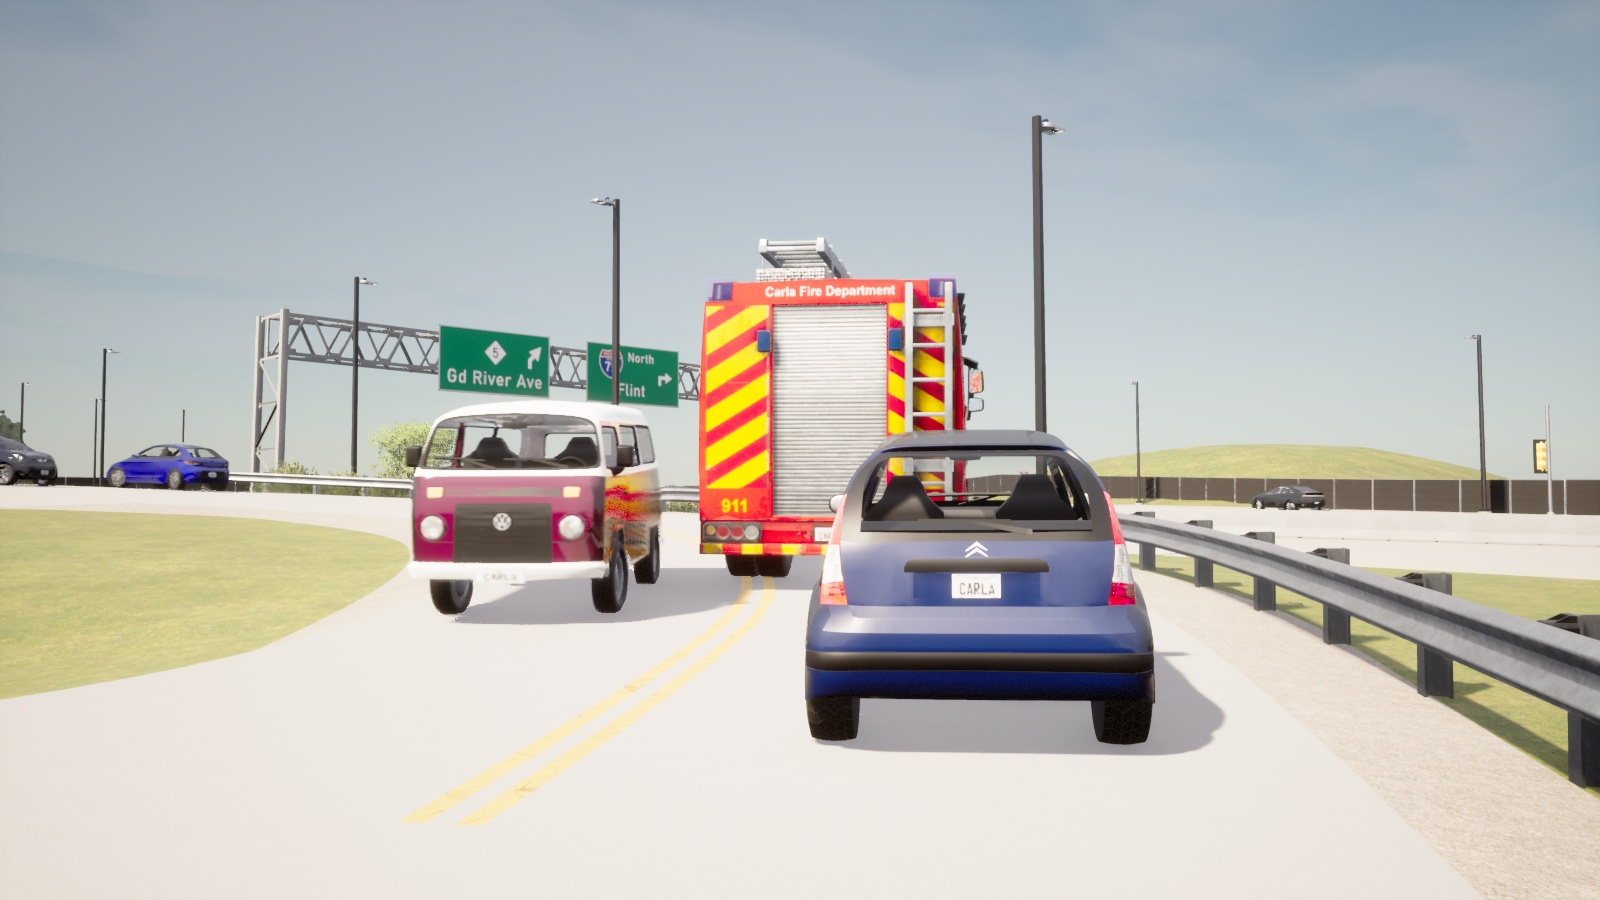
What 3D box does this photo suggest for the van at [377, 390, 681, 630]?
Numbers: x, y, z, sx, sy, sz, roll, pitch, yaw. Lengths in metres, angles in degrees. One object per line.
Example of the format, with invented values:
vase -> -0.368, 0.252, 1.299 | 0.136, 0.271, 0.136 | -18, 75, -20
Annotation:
van -> -2.520, 0.504, 12.923 | 2.069, 2.038, 4.480 | 0, 0, 1

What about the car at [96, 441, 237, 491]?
car -> -20.392, 0.518, 40.398 | 4.193, 1.474, 1.816 | 1, -2, 26

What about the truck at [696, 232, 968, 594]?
truck -> 0.883, -0.378, 17.660 | 2.891, 3.827, 8.468 | 0, 0, 8

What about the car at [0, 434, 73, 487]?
car -> -24.192, 0.298, 37.811 | 3.633, 1.501, 1.845 | 2, -2, 13

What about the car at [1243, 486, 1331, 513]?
car -> 28.101, 2.838, 72.588 | 2.128, 1.511, 4.902 | 1, -2, -18

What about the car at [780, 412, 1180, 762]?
car -> 1.056, 0.646, 7.898 | 1.851, 1.617, 3.988 | -1, 0, 7
